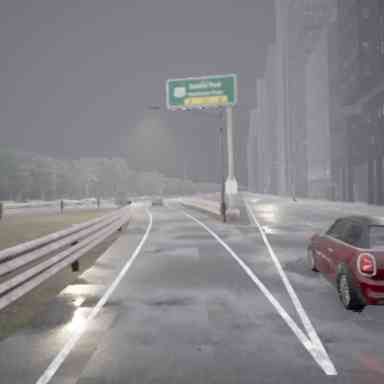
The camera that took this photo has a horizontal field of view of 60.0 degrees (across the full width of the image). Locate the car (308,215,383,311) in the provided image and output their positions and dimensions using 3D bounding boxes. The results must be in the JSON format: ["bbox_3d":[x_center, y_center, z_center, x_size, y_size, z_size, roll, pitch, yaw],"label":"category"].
[{"bbox_3d":[4.102,1.304,7.688,2.097,1.767,4.553,-1,0,8],"label":"car"}]

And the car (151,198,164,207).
[{"bbox_3d":[-5.576,1.640,53.612,2.128,1.511,4.902,-1,0,-7],"label":"car"}]
